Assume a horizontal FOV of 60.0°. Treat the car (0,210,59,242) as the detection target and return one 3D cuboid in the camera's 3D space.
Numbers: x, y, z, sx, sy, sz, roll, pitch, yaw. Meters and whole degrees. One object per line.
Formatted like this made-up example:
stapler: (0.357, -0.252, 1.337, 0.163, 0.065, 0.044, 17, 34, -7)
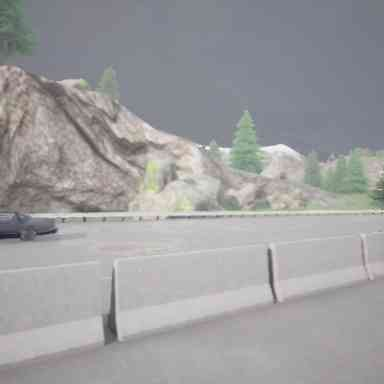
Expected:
car: (-8.849, 1.520, 14.757, 5.357, 1.411, 2.033, 1, 0, -34)
